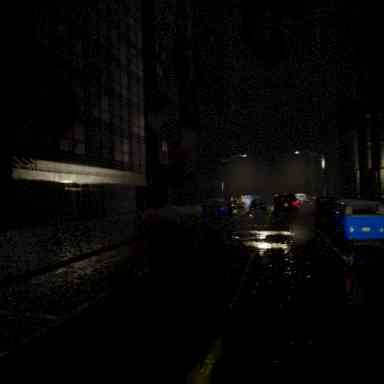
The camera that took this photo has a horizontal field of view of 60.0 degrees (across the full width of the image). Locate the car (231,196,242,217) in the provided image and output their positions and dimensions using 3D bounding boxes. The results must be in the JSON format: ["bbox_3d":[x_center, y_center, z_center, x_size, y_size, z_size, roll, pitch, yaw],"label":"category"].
[{"bbox_3d":[3.332,1.457,33.338,2.192,1.841,5.009,-2,0,15],"label":"car"}]

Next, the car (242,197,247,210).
[{"bbox_3d":[6.169,1.690,44.192,2.008,1.369,4.403,-2,0,15],"label":"car"}]

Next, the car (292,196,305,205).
[{"bbox_3d":[18.661,1.426,58.336,1.887,1.381,4.507,-2,0,15],"label":"car"}]

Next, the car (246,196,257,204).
[{"bbox_3d":[11.825,1.575,65.906,1.967,1.590,4.097,-2,0,15],"label":"car"}]

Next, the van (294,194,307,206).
[{"bbox_3d":[17.240,1.224,52.909,1.690,1.788,3.998,-2,0,15],"label":"van"}]

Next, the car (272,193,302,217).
[{"bbox_3d":[8.827,1.189,31.330,2.150,2.045,5.566,-2,-1,15],"label":"car"}]

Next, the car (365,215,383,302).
[{"bbox_3d":[4.302,1.367,4.889,1.801,1.575,5.366,-2,0,15],"label":"car"}]

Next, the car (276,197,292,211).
[{"bbox_3d":[11.538,1.473,41.853,1.837,1.490,4.892,-2,0,15],"label":"car"}]

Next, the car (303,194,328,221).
[{"bbox_3d":[10.166,1.205,25.770,2.192,1.841,5.009,-2,0,15],"label":"car"}]

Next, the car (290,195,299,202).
[{"bbox_3d":[22.947,1.405,74.784,1.752,1.417,4.829,-2,0,15],"label":"car"}]

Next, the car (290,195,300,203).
[{"bbox_3d":[21.533,1.405,69.356,1.752,1.417,4.829,-2,0,15],"label":"car"}]

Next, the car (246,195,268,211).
[{"bbox_3d":[8.249,1.535,41.297,1.882,1.535,5.008,-2,-1,15],"label":"car"}]

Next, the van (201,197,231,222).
[{"bbox_3d":[1.918,1.485,27.909,1.690,1.788,3.998,-2,0,15],"label":"van"}]

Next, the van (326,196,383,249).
[{"bbox_3d":[7.337,1.235,14.915,1.690,1.788,3.998,-2,0,15],"label":"van"}]
